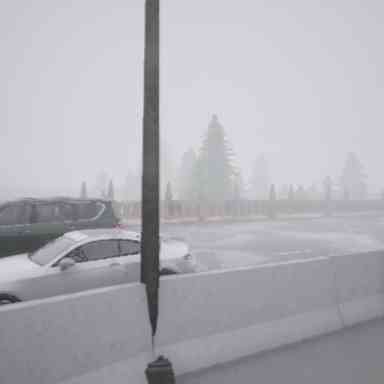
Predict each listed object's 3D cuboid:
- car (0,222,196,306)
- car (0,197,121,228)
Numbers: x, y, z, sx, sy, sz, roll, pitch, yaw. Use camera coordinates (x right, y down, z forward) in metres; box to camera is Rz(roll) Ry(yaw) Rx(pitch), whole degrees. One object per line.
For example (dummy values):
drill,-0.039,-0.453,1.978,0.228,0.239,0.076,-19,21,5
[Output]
car,-2.098,1.497,6.554,4.674,1.442,1.812,0,0,-34
car,-4.625,1.176,9.128,5.566,2.045,2.150,0,0,-34
